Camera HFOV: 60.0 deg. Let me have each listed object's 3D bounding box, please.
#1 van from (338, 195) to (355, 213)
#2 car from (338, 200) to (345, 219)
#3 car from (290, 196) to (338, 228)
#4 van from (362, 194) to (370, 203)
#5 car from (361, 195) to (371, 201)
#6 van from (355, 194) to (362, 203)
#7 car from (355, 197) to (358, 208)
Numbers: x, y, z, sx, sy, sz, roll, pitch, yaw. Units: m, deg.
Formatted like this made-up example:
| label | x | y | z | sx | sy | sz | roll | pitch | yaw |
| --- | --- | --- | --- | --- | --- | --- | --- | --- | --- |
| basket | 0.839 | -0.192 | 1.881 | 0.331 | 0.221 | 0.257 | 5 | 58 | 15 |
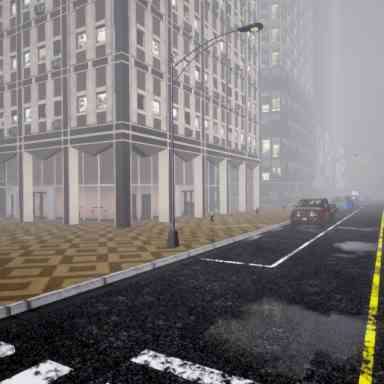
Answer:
| label | x | y | z | sx | sy | sz | roll | pitch | yaw |
| --- | --- | --- | --- | --- | --- | --- | --- | --- | --- |
| van | 16.546 | 1.331 | 36.635 | 1.690 | 1.788 | 3.998 | -1 | 0 | 30 |
| car | 10.917 | 1.561 | 27.074 | 1.947 | 1.339 | 4.313 | -1 | 0 | 30 |
| car | 8.080 | 1.313 | 22.308 | 2.192 | 1.841 | 5.009 | -1 | 0 | 30 |
| van | 36.111 | 1.312 | 70.182 | 1.690 | 1.788 | 3.998 | -1 | 0 | 30 |
| car | 41.704 | 1.509 | 79.765 | 1.887 | 1.381 | 4.507 | -1 | 0 | 30 |
| van | 22.136 | 1.326 | 46.220 | 1.690 | 1.788 | 3.998 | -1 | 0 | 30 |
| car | 19.344 | 1.570 | 41.426 | 1.802 | 1.307 | 4.206 | -1 | 0 | 30 |
